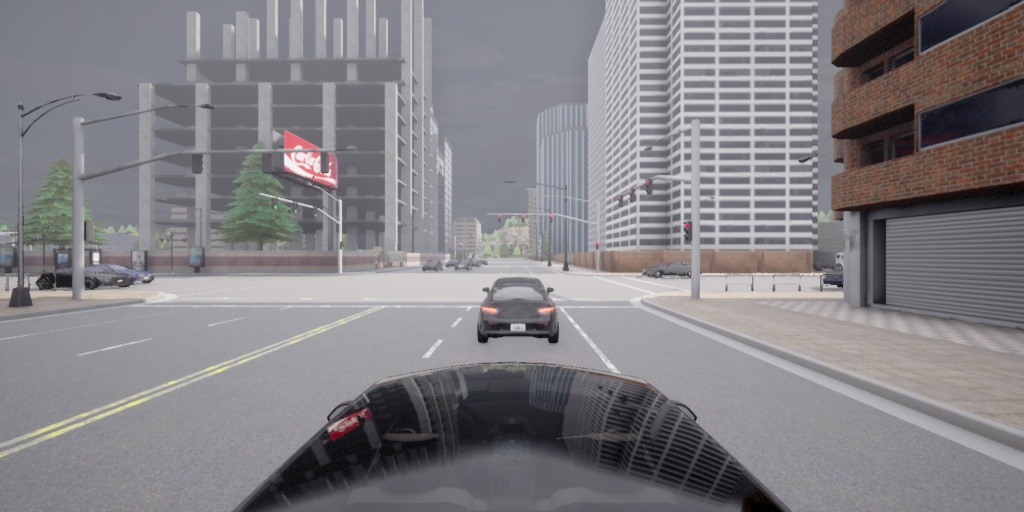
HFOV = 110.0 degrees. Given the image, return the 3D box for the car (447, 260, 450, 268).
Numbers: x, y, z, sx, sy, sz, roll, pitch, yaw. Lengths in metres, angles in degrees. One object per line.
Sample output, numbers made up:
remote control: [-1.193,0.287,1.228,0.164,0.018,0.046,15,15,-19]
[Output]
car: [-9.871,1.288,60.191,2.033,1.411,5.357,0,0,1]

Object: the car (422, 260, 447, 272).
car: [-10.073,1.244,45.647,1.837,1.490,4.892,0,1,1]

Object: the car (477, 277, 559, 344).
car: [0.161,1.274,9.513,1.812,1.442,4.674,0,0,1]

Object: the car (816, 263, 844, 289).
car: [21.685,1.294,21.227,5.357,1.411,2.033,0,0,1]

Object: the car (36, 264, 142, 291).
car: [-25.499,1.309,21.518,4.181,1.385,1.994,0,0,0]

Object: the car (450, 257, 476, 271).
car: [-6.533,1.234,48.558,2.128,1.511,4.902,0,0,1]

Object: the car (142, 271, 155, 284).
car: [-27.853,1.272,25.035,4.674,1.442,1.812,0,0,0]

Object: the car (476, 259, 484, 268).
car: [-6.373,1.242,60.189,1.837,1.490,4.892,0,1,1]

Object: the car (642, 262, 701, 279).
car: [14.169,1.236,31.943,4.902,1.511,2.128,0,0,0]
